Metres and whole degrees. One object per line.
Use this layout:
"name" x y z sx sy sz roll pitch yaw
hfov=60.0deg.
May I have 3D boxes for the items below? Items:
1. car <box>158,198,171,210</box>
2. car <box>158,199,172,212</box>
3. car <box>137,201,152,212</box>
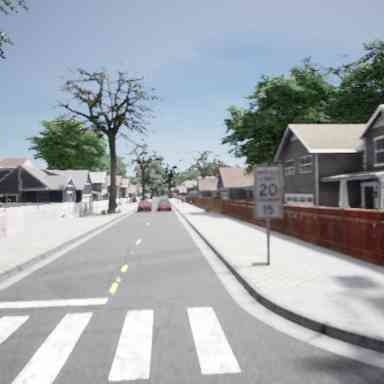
"car" -4.455 1.869 53.658 2.097 1.767 4.553 -1 0 -5
"car" -3.869 2.026 47.225 1.994 1.385 4.181 -1 0 -4
"car" -6.663 1.986 47.226 1.882 1.535 5.008 -1 0 -5
